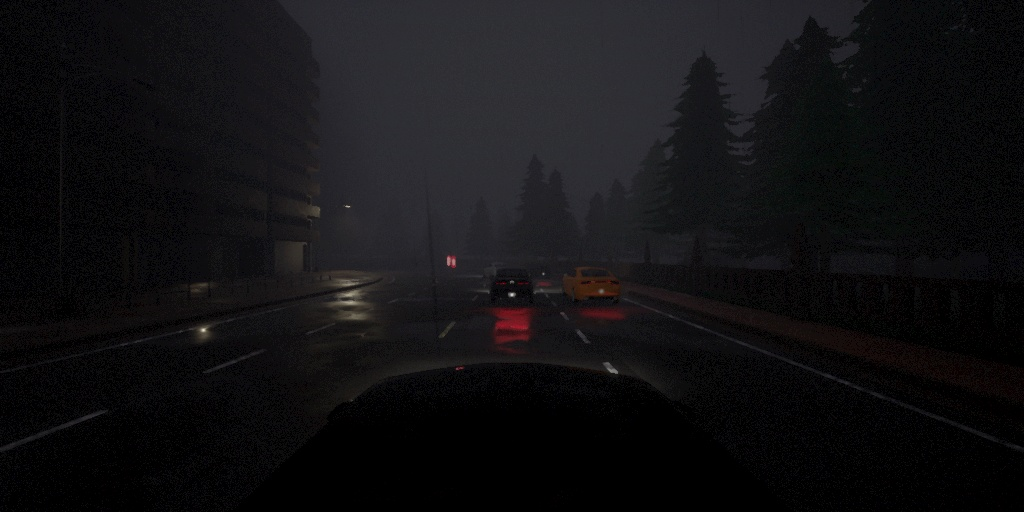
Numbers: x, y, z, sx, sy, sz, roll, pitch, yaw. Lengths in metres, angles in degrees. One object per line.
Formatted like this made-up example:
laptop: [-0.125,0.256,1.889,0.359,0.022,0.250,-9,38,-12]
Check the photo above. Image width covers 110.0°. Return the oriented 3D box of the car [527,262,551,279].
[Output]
car: [2.048,1.266,32.727,1.837,1.490,4.892,0,0,-15]

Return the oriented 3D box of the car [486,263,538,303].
car: [0.000,1.266,16.500,1.837,1.490,4.892,0,0,0]

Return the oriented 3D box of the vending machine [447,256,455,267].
vending machine: [-9.861,0.944,58.334,0.880,2.100,1.100,0,0,40]

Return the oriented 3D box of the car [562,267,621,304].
car: [3.500,1.235,16.500,1.882,1.535,5.008,0,0,0]

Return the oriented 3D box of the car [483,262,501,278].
car: [-1.337,1.283,31.836,1.812,1.442,4.674,0,0,-15]
